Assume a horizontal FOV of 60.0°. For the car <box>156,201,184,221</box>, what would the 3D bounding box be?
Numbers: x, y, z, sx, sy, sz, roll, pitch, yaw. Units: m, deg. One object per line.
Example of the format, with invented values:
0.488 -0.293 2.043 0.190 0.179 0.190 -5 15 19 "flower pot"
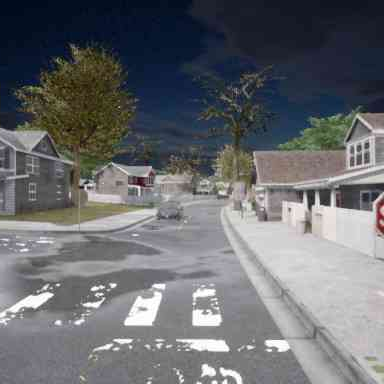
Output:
-1.731 1.572 27.338 1.837 1.490 4.892 0 0 4 "car"
